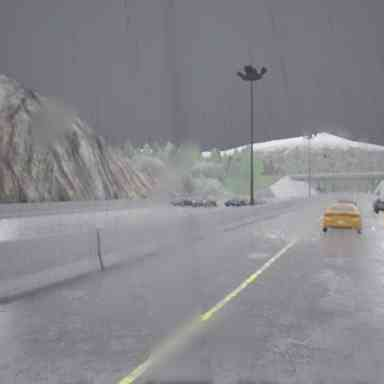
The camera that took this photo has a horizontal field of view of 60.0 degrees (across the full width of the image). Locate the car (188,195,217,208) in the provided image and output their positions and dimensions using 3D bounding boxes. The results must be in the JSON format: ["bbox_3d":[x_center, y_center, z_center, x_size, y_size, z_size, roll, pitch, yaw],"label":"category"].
[{"bbox_3d":[1.756,1.256,45.525,2.097,1.767,4.553,0,0,26],"label":"car"}]

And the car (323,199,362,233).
[{"bbox_3d":[8.829,1.423,19.498,1.882,1.535,5.008,0,0,26],"label":"car"}]

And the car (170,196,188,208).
[{"bbox_3d":[-1.330,1.412,47.184,1.837,1.490,4.892,0,0,26],"label":"car"}]

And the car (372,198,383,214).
[{"bbox_3d":[19.643,1.386,33.916,2.128,1.511,4.902,0,0,26],"label":"car"}]

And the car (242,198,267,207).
[{"bbox_3d":[8.471,1.462,43.323,1.994,1.385,4.181,0,0,26],"label":"car"}]

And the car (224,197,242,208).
[{"bbox_3d":[6.236,1.442,46.700,2.033,1.411,5.357,0,0,26],"label":"car"}]
